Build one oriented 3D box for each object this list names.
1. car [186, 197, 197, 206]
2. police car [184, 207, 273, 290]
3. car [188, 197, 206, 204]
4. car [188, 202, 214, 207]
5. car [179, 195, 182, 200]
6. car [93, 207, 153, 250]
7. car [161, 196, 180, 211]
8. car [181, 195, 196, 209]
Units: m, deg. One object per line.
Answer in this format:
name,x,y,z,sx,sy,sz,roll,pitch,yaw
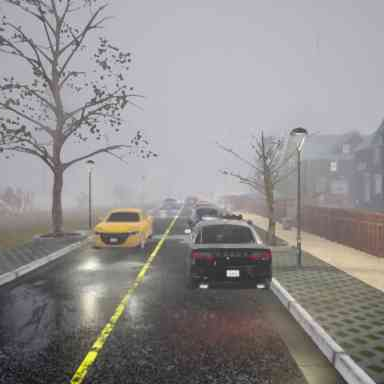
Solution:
car,-0.034,1.552,56.959,1.812,1.442,4.674,0,0,0
police car,0.820,1.425,9.240,1.930,1.638,5.238,0,0,0
car,0.810,1.459,25.320,1.801,1.575,5.366,0,0,0
car,0.814,1.528,19.130,1.812,1.442,4.674,0,0,0
car,-2.805,1.570,91.077,2.128,1.511,4.902,0,0,0
car,-2.861,1.478,14.634,1.882,1.535,5.008,0,0,0
car,-2.775,1.538,42.007,1.812,1.442,4.674,0,0,0
car,-0.008,1.368,45.868,2.097,1.767,4.553,0,0,0
